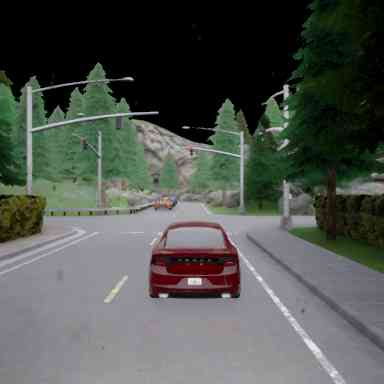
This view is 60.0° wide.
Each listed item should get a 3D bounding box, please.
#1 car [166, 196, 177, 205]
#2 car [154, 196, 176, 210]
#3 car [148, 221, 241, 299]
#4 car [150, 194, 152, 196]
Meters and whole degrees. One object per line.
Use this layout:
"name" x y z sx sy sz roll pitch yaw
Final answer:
"car" -3.794 1.477 61.939 1.882 1.535 5.008 0 0 -6
"car" -3.583 1.352 42.629 2.097 1.767 4.553 0 0 0
"car" 0.069 1.478 8.527 1.882 1.535 5.008 0 0 0
"car" -10.993 1.355 79.667 4.553 1.767 2.097 0 0 24
